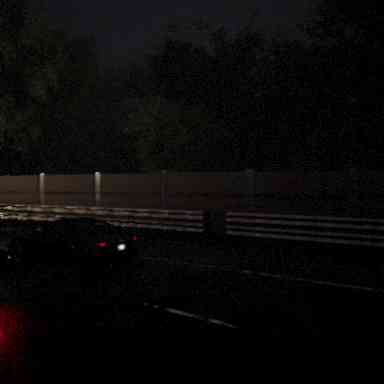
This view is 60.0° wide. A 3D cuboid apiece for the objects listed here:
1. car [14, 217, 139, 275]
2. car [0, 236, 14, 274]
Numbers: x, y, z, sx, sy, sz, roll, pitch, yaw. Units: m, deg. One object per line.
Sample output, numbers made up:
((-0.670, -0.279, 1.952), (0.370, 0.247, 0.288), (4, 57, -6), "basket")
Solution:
((-3.669, 1.478, 10.179), (4.181, 1.385, 1.994), (0, 0, 30), "car")
((-6.661, 1.515, 7.958), (4.718, 1.301, 1.895), (0, 0, 30), "car")
